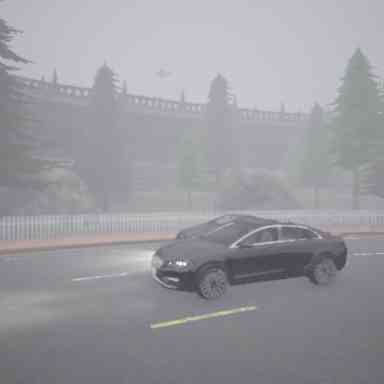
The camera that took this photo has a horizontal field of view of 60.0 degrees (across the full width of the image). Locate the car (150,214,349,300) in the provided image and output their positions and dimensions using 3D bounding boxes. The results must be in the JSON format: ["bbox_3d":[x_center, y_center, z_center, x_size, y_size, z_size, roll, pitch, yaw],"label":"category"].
[{"bbox_3d":[1.465,1.431,8.067,4.902,1.511,2.128,0,0,-21],"label":"car"}]

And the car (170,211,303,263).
[{"bbox_3d":[1.527,1.475,11.745,4.181,1.385,1.994,0,0,-19],"label":"car"}]
